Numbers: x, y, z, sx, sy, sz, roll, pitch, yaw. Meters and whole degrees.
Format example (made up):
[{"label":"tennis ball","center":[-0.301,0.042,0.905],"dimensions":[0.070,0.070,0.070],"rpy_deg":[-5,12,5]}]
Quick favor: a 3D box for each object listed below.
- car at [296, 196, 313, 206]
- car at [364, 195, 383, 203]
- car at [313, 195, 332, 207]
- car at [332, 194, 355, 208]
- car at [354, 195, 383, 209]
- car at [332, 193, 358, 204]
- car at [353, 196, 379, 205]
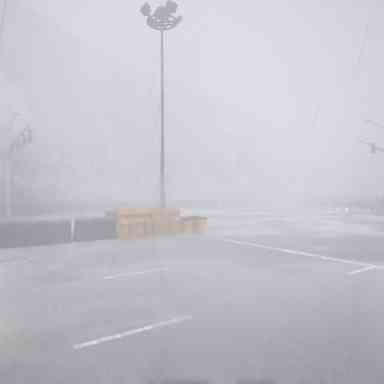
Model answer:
[{"label":"car","center":[18.126,1.319,51.378],"dimensions":[4.902,1.511,2.128],"rpy_deg":[0,0,-36]},{"label":"car","center":[35.100,1.276,63.407],"dimensions":[5.357,1.411,2.033],"rpy_deg":[0,0,-36]},{"label":"car","center":[20.395,1.178,48.698],"dimensions":[4.553,1.767,2.097],"rpy_deg":[0,0,-35]},{"label":"car","center":[21.943,1.376,45.512],"dimensions":[5.357,1.411,2.033],"rpy_deg":[0,0,-36]},{"label":"car","center":[22.902,1.360,41.890],"dimensions":[4.674,1.442,1.812],"rpy_deg":[0,0,-35]},{"label":"car","center":[26.267,1.136,57.164],"dimensions":[4.553,1.767,2.097],"rpy_deg":[0,0,-35]},{"label":"car","center":[28.526,1.346,54.467],"dimensions":[4.181,1.385,1.994],"rpy_deg":[0,0,-34]}]
